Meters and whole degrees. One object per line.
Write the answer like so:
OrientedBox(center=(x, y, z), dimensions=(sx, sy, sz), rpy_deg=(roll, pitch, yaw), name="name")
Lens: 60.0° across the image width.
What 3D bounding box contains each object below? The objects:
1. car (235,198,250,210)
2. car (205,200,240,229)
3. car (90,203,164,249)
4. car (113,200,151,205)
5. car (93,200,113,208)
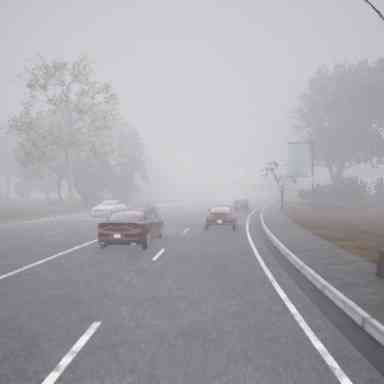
OrientedBox(center=(6.142, 1.455, 41.234), dimensions=(2.128, 1.511, 4.902), rpy_deg=(0, 0, 14), name="car")
OrientedBox(center=(1.924, 1.505, 21.218), dimensions=(1.812, 1.442, 4.674), rpy_deg=(0, 0, 9), name="car")
OrientedBox(center=(-2.488, 1.450, 14.560), dimensions=(1.882, 1.535, 5.008), rpy_deg=(0, 0, 5), name="car")
OrientedBox(center=(-4.274, 1.492, 27.553), dimensions=(2.033, 1.411, 5.357), rpy_deg=(0, 0, 11), name="car")
OrientedBox(center=(-7.368, 1.453, 30.024), dimensions=(1.812, 1.442, 4.674), rpy_deg=(0, 0, 12), name="car")
